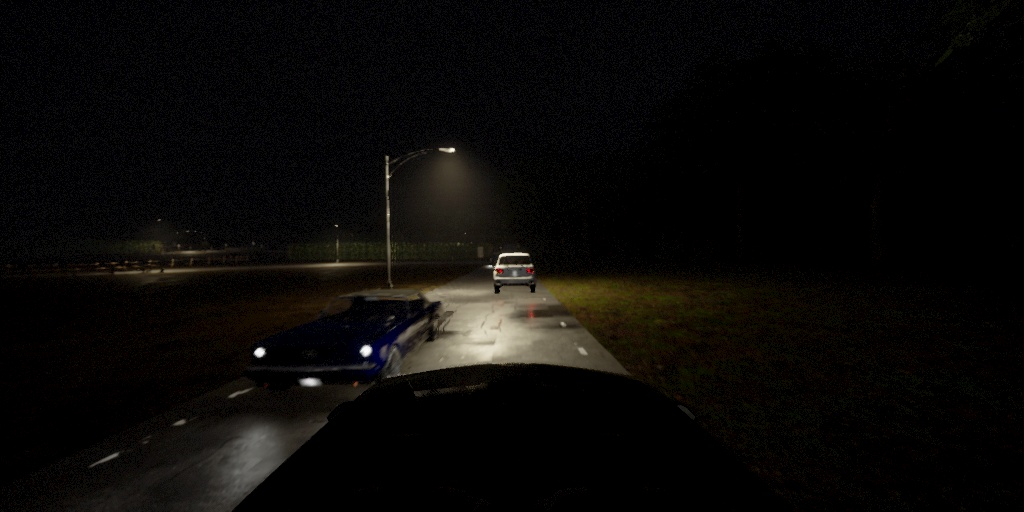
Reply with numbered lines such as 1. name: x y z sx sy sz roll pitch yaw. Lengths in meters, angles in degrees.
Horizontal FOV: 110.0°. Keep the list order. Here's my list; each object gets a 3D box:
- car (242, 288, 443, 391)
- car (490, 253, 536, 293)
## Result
1. car: -2.696 1.367 7.000 1.895 1.301 4.718 -1 0 0
2. car: 0.154 0.863 20.164 2.150 2.045 5.566 -1 1 0
